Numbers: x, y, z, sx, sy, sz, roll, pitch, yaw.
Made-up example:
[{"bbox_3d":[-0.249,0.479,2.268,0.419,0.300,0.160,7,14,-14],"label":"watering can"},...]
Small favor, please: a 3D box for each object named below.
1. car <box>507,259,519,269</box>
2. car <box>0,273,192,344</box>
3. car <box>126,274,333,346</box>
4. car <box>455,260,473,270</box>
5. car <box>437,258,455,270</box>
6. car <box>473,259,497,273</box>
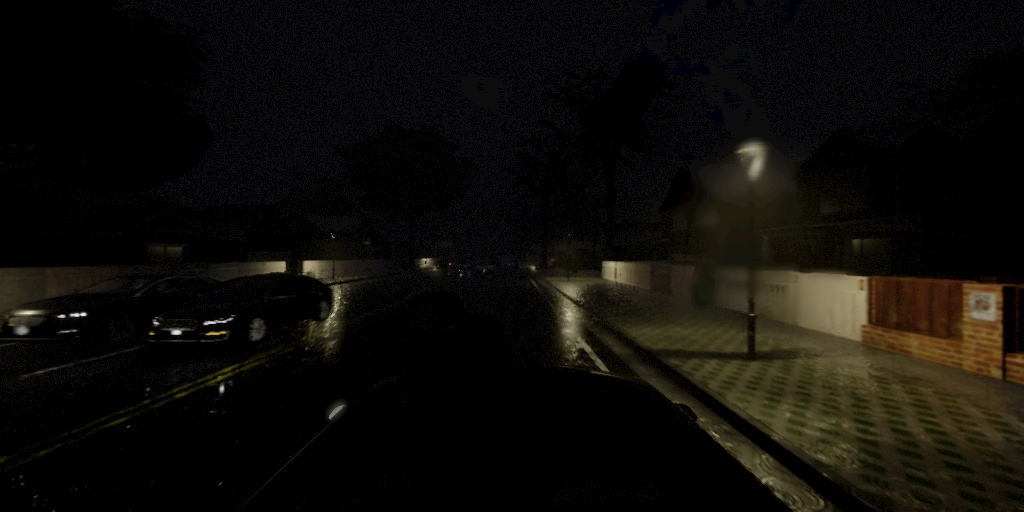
[{"bbox_3d":[0.099,1.326,57.784,2.033,1.411,5.357,0,0,0],"label":"car"},{"bbox_3d":[-9.849,1.242,9.653,2.128,1.511,4.902,0,0,0],"label":"car"},{"bbox_3d":[-6.600,1.255,9.477,1.837,1.490,4.892,0,0,0],"label":"car"},{"bbox_3d":[-6.560,1.265,52.609,2.128,1.511,4.902,0,0,0],"label":"car"},{"bbox_3d":[-9.807,1.127,53.790,2.097,1.767,4.553,0,0,0],"label":"car"},{"bbox_3d":[-3.152,1.366,43.176,1.895,1.301,4.718,0,0,0],"label":"car"}]
